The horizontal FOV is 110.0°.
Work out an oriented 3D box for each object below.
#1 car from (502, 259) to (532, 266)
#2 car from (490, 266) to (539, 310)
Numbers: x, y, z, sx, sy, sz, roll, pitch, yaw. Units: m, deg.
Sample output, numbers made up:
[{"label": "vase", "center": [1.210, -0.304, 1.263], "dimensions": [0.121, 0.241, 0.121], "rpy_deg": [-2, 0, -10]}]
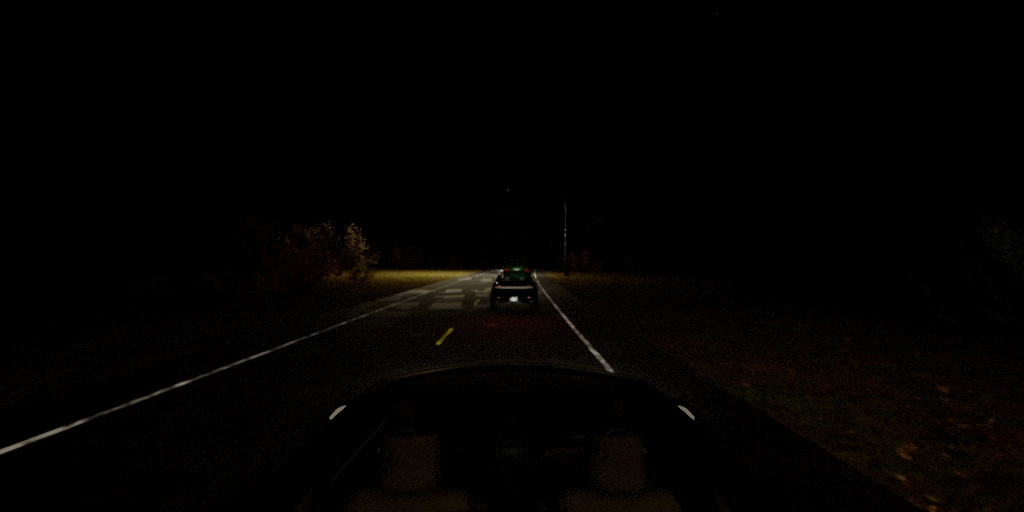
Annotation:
[{"label": "car", "center": [0.457, 1.227, 29.357], "dimensions": [2.150, 2.045, 5.566], "rpy_deg": [0, 0, 2]}, {"label": "car", "center": [0.124, 1.368, 15.332], "dimensions": [2.128, 1.511, 4.902], "rpy_deg": [0, 0, 1]}]
